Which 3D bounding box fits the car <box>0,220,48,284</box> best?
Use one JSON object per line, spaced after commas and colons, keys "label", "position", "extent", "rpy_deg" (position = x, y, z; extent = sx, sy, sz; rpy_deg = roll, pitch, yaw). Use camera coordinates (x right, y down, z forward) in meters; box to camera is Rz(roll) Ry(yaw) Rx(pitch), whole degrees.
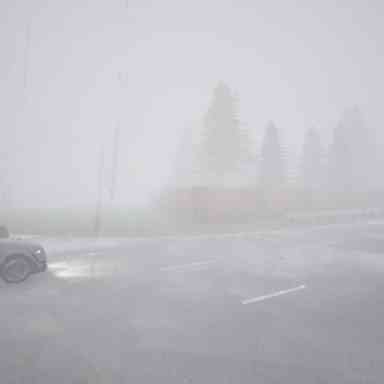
{"label": "car", "position": [-5.850, 1.564, 8.173], "extent": [4.181, 1.385, 1.994], "rpy_deg": [0, 0, -36]}

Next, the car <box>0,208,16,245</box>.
{"label": "car", "position": [-10.455, 1.480, 15.159], "extent": [5.008, 1.535, 1.882], "rpy_deg": [1, 1, 29]}
